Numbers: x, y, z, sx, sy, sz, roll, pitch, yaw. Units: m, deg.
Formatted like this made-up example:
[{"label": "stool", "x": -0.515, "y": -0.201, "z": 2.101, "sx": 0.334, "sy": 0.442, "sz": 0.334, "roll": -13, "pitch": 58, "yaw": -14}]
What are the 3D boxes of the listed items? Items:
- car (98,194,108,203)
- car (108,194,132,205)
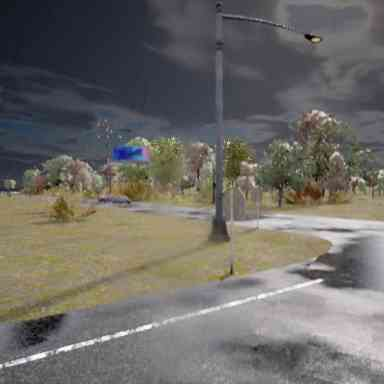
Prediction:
[{"label": "car", "x": -15.717, "y": 1.121, "z": 61.258, "sx": 2.097, "sy": 1.767, "sz": 4.553, "roll": 0, "pitch": 0, "yaw": -34}, {"label": "car", "x": -11.748, "y": 1.331, "z": 55.366, "sx": 2.033, "sy": 1.411, "sz": 5.357, "roll": 0, "pitch": 0, "yaw": -33}]
